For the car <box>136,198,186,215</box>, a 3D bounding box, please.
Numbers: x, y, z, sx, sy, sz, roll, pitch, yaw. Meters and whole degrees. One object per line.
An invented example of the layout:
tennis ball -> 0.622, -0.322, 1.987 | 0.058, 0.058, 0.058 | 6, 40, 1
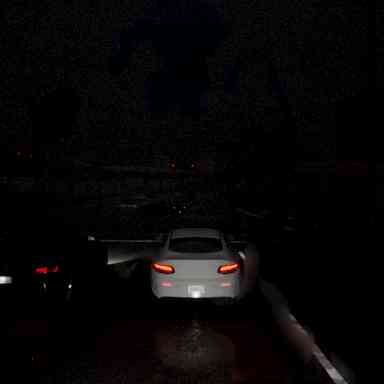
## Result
car -> -2.907, 1.584, 32.813 | 4.718, 1.301, 1.895 | 0, 0, 37

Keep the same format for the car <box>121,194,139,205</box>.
car -> -10.611, 1.429, 55.691 | 1.994, 1.385, 4.181 | 0, 1, 0

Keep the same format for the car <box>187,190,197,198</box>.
car -> -0.036, 0.597, 86.440 | 2.150, 2.045, 5.566 | 0, 1, 0

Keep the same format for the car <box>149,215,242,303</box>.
car -> 0.077, 1.525, 8.079 | 1.812, 1.442, 4.674 | 0, 0, 0

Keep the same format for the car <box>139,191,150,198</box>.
car -> -10.528, 1.179, 68.792 | 1.882, 1.535, 5.008 | 0, 1, 0

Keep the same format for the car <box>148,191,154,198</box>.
car -> -10.534, 0.709, 81.008 | 2.150, 2.045, 5.566 | 0, 1, 0

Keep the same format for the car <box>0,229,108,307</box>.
car -> -3.422, 1.564, 8.032 | 1.994, 1.385, 4.181 | 0, 0, 0

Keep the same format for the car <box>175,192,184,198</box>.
car -> -3.536, 0.881, 87.181 | 1.812, 1.442, 4.674 | 0, 1, 0
